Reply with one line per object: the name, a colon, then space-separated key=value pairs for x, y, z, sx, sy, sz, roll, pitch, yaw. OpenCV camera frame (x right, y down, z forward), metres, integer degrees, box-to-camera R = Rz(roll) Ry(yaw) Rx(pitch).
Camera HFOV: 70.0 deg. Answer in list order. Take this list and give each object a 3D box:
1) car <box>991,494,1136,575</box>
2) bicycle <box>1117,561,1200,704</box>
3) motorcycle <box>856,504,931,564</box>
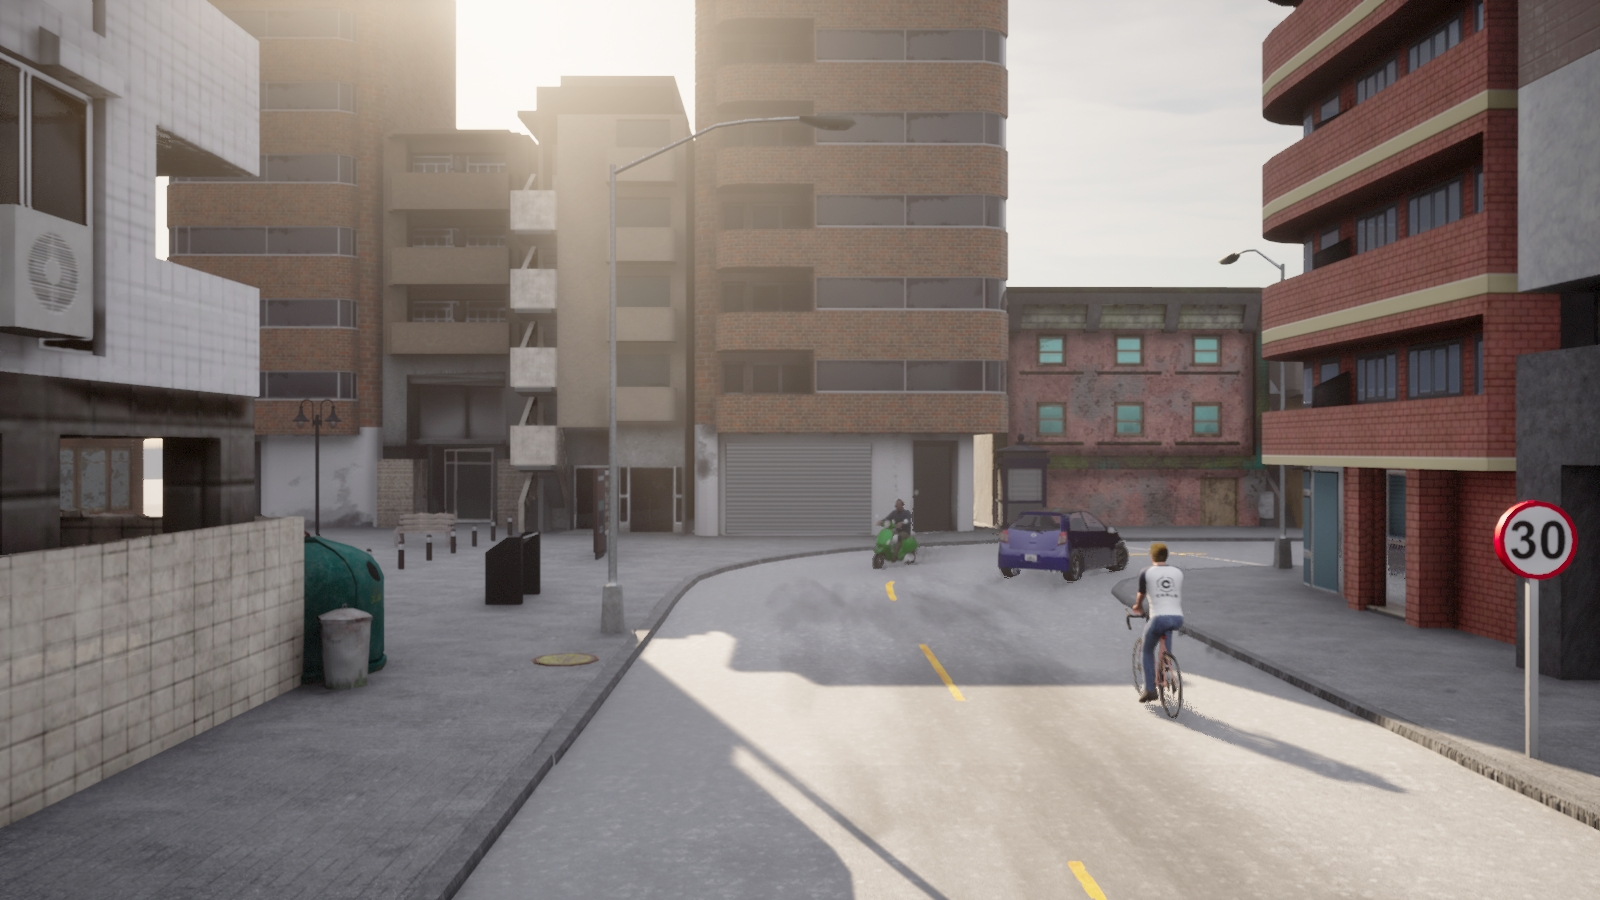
car: x=5.912 y=1.806 z=25.381 sx=1.845 sy=1.501 sz=3.633 roll=-1 pitch=0 yaw=37
bicycle: x=3.857 y=1.929 z=12.385 sx=0.373 sy=1.296 sz=1.643 roll=0 pitch=0 yaw=0
motorcycle: x=2.227 y=1.951 z=27.019 sx=0.856 sy=1.236 sz=1.805 roll=4 pitch=2 yaw=39
